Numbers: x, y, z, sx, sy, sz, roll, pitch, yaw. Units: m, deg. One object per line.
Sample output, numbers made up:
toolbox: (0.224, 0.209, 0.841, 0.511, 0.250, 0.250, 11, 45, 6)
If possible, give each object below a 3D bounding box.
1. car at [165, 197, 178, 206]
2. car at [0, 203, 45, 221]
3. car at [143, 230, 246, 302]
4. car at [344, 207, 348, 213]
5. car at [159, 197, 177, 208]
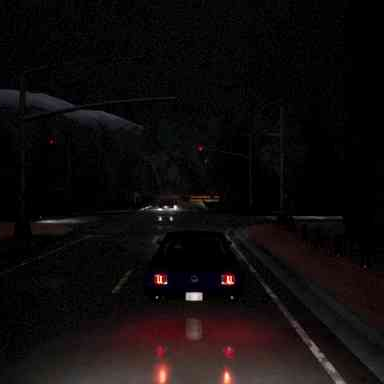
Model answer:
car: (-3.541, 1.601, 57.314, 1.895, 1.301, 4.718, 0, 0, 0)
car: (-14.152, 1.533, 25.215, 5.357, 1.411, 2.033, 0, 0, -1)
car: (0.063, 1.601, 8.230, 1.895, 1.301, 4.718, 0, 0, 0)
car: (16.232, 1.616, 29.688, 4.718, 1.301, 1.895, 0, 0, -1)
car: (-3.561, 1.526, 47.302, 1.812, 1.442, 4.674, 0, 0, 0)
